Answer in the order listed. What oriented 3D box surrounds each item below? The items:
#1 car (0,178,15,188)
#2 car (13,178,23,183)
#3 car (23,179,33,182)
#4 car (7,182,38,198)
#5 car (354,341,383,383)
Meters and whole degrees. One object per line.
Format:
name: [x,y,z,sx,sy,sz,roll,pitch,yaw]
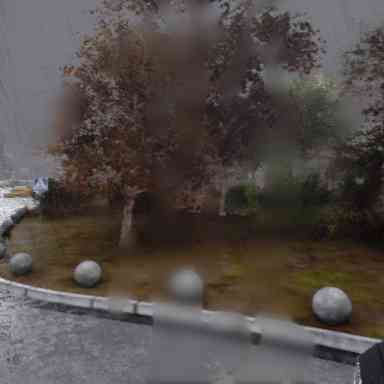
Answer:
car: [-40.016,-1.568,70.217,2.231,1.521,4.892,-1,3,-11]
car: [-41.106,-2.123,75.576,2.435,2.045,5.566,-1,3,-11]
car: [-43.028,-2.390,84.798,2.231,1.521,4.892,-1,3,-11]
car: [-22.913,-0.114,45.160,1.882,1.535,5.008,-1,3,-11]
car: [3.506,1.460,1.681,4.892,1.490,1.837,-1,1,24]
